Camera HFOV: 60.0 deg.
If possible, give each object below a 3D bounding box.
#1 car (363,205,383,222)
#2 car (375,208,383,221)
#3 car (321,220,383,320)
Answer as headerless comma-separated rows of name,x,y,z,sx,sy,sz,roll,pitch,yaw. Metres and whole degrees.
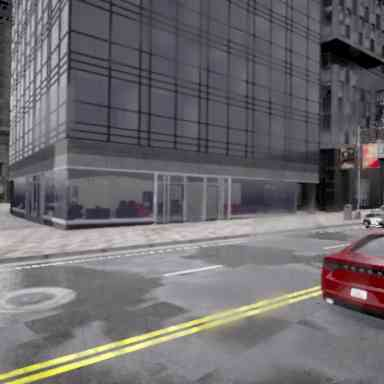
car,12.552,1.529,20.645,4.902,1.511,2.128,0,0,-36
car,11.030,1.573,15.564,5.357,1.411,2.033,0,0,-36
car,4.699,1.486,6.797,5.008,1.535,1.882,0,0,-36
